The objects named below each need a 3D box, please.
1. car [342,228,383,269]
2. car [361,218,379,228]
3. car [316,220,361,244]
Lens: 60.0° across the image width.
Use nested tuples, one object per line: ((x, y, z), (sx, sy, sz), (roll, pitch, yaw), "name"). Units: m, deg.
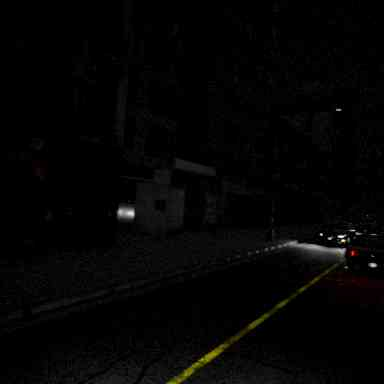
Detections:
((7.610, 2.408, 13.601), (1.895, 1.301, 4.718), (3, -2, 33), "car")
((20.071, 3.789, 38.008), (2.097, 1.767, 4.553), (3, -2, 33), "car")
((9.534, 2.652, 21.827), (1.837, 1.490, 4.892), (3, -2, 33), "car")
